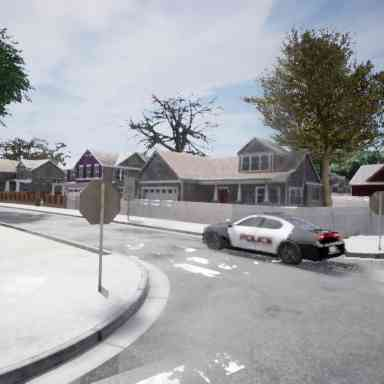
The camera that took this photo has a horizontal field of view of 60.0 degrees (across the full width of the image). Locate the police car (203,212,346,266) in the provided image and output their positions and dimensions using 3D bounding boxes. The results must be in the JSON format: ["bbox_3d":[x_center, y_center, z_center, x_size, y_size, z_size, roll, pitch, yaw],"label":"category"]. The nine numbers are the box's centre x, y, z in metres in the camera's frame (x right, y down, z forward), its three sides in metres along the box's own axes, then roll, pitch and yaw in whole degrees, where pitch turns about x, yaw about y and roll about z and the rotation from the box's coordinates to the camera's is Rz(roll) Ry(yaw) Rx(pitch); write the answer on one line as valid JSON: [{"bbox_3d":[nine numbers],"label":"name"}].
[{"bbox_3d":[2.514,1.469,11.586,2.038,1.542,4.974,3,-1,-44],"label":"police car"}]
